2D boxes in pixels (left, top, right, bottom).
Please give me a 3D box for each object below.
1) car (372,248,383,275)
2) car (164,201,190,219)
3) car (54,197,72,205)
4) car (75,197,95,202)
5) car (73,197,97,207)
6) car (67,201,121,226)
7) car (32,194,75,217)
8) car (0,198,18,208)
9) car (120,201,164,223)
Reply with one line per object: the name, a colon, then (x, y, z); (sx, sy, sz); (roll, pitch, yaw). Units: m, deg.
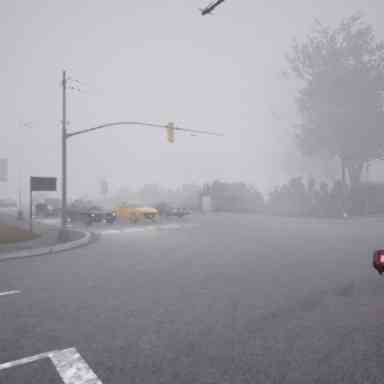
car: (6.680, 1.591, 8.511); (4.718, 1.301, 1.895); (0, 0, -36)
car: (-2.461, 1.531, 29.447); (2.033, 1.411, 5.357); (0, 0, -40)
car: (-23.961, 1.582, 61.612); (1.895, 1.301, 4.718); (0, 0, -38)
car: (-10.683, 1.535, 33.651); (2.033, 1.411, 5.357); (0, 0, -39)
car: (-17.242, 1.528, 53.333); (2.033, 1.411, 5.357); (0, 0, -38)
car: (-7.171, 1.592, 23.682); (1.895, 1.301, 4.718); (0, 0, -39)
car: (-12.874, 1.343, 30.789); (2.097, 1.767, 4.553); (0, 0, -39)
car: (-26.616, 1.539, 48.039); (2.033, 1.411, 5.357); (0, 0, -38)
car: (-4.541, 1.465, 26.000); (1.882, 1.535, 5.008); (0, 0, -39)
